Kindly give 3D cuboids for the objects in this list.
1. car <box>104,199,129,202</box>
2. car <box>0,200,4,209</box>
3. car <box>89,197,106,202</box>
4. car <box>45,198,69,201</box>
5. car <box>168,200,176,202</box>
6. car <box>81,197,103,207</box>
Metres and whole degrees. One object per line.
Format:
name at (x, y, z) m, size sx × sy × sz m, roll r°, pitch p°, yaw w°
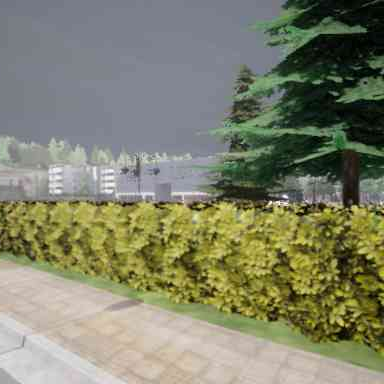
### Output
car at (-10.904, 2.048, 50.380) m, size 1.970 × 1.475 × 3.806 m, roll -1°, pitch -1°, yaw 40°
car at (-34.743, 2.146, 56.296) m, size 2.007 × 1.523 × 4.514 m, roll -1°, pitch -1°, yaw 40°
car at (-17.886, 1.987, 66.252) m, size 1.932 × 1.855 × 4.605 m, roll -1°, pitch -1°, yaw 40°
car at (-30.107, 2.220, 76.115) m, size 2.152 × 1.636 × 5.027 m, roll -1°, pitch -1°, yaw 40°
car at (-3.825, 2.049, 54.099) m, size 1.845 × 1.501 × 3.633 m, roll -1°, pitch -1°, yaw 40°
car at (-20.366, 1.997, 67.822) m, size 1.905 × 1.878 × 3.866 m, roll -1°, pitch -1°, yaw 40°
